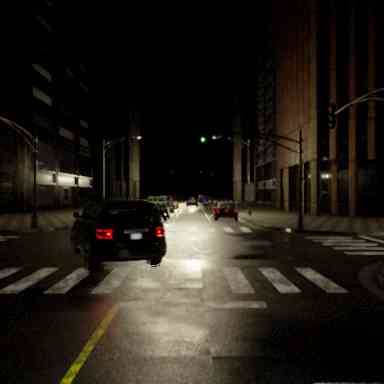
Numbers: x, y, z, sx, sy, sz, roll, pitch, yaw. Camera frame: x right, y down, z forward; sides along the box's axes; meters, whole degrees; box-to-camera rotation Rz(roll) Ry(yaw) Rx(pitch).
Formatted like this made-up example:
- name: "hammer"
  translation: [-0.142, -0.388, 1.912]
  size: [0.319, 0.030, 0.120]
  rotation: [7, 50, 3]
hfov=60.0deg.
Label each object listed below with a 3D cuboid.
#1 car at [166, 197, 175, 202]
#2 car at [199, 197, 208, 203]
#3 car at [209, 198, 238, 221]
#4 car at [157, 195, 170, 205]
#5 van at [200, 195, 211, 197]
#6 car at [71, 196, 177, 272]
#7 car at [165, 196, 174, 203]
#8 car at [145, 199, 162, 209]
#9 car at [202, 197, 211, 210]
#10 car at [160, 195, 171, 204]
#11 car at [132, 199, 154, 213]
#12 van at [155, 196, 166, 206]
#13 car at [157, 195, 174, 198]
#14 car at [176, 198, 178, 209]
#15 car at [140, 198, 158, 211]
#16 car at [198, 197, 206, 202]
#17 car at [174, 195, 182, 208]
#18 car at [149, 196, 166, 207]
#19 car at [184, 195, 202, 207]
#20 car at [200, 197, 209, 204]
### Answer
- name: "car"
  translation: [-5.790, 1.955, 89.913]
  size: [2.008, 1.369, 4.403]
  rotation: [0, 0, 0]
- name: "car"
  translation: [2.739, 1.913, 78.712]
  size: [1.947, 1.339, 4.313]
  rotation: [0, 0, 0]
- name: "car"
  translation: [2.755, 1.558, 28.232]
  size: [1.967, 1.590, 4.097]
  rotation: [0, 0, 0]
- name: "car"
  translation: [-5.782, 1.607, 67.476]
  size: [2.192, 1.841, 5.009]
  rotation: [0, 0, 0]
- name: "van"
  translation: [2.745, 1.607, 61.886]
  size: [1.690, 1.788, 3.998]
  rotation: [0, 0, 0]
- name: "car"
  translation: [-2.678, 1.262, 11.294]
  size: [2.150, 2.045, 5.566]
  rotation: [0, 0, -26]
- name: "car"
  translation: [-5.788, 1.815, 84.304]
  size: [1.967, 1.590, 4.097]
  rotation: [0, 0, 0]
- name: "car"
  translation: [-5.777, 1.765, 50.647]
  size: [2.008, 1.369, 4.403]
  rotation: [0, 0, 0]
- name: "car"
  translation: [2.750, 1.741, 45.058]
  size: [2.008, 1.369, 4.403]
  rotation: [0, 0, 0]
- name: "car"
  translation: [-5.784, 1.634, 73.085]
  size: [2.192, 1.841, 5.009]
  rotation: [0, 0, 0]
- name: "car"
  translation: [-5.773, 1.605, 39.429]
  size: [1.967, 1.590, 4.097]
  rotation: [0, 0, 0]
- name: "van"
  translation: [-5.780, 1.607, 61.866]
  size: [1.690, 1.788, 3.998]
  rotation: [0, 0, 0]
- name: "car"
  translation: [-3.081, 1.343, 29.260]
  size: [2.150, 2.045, 5.566]
  rotation: [0, 0, 0]
- name: "car"
  translation: [-3.043, 1.728, 39.130]
  size: [1.994, 1.385, 4.181]
  rotation: [0, 0, 1]
- name: "car"
  translation: [-5.775, 1.630, 45.038]
  size: [1.967, 1.590, 4.097]
  rotation: [0, 0, 0]
- name: "car"
  translation: [2.735, 1.949, 89.931]
  size: [1.887, 1.381, 4.507]
  rotation: [0, 0, 0]
- name: "car"
  translation: [-3.044, 1.559, 49.009]
  size: [2.097, 1.767, 4.553]
  rotation: [0, 0, 0]
- name: "car"
  translation: [-5.778, 1.555, 56.258]
  size: [2.192, 1.841, 5.009]
  rotation: [0, 0, 0]
- name: "car"
  translation: [0.079, 1.729, 55.545]
  size: [2.128, 1.511, 4.902]
  rotation: [0, 0, 0]
- name: "car"
  translation: [2.741, 1.886, 73.103]
  size: [1.947, 1.339, 4.313]
  rotation: [0, 0, 0]
